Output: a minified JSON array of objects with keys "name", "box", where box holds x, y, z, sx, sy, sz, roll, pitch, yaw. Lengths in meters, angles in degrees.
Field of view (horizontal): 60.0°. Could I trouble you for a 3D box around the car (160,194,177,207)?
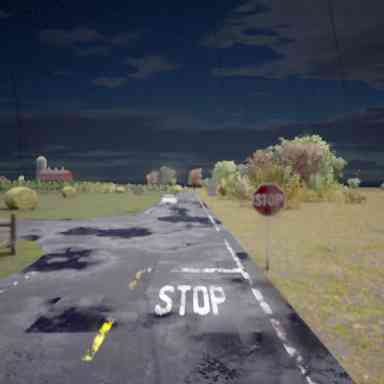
[{"name":"car","box":[-2.745,1.005,40.245,1.812,1.442,4.674,0,2,0]}]
